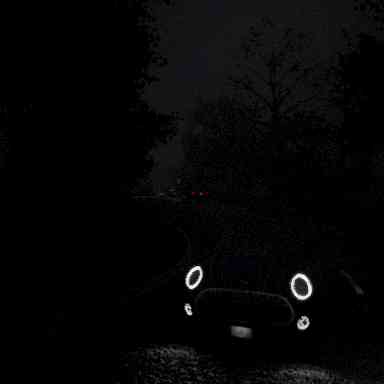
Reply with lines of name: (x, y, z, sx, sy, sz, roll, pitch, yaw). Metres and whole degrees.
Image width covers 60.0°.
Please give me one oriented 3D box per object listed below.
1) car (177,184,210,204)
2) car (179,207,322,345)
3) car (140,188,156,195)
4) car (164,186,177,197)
car: (0.269, 0.146, 35.996, 2.150, 2.045, 5.566, 2, 2, -14)
car: (1.361, 1.273, 6.689, 2.097, 1.767, 4.553, 0, 2, 18)
car: (-6.329, -0.203, 48.076, 1.882, 1.535, 5.008, 2, 2, -14)
car: (-2.935, -0.090, 48.688, 2.128, 1.511, 4.902, 2, 2, -14)
